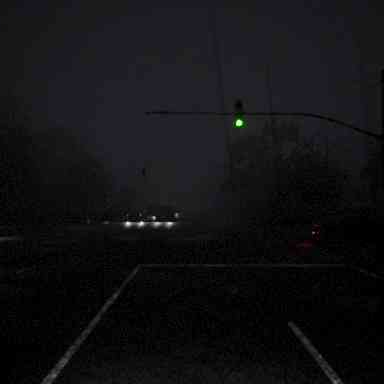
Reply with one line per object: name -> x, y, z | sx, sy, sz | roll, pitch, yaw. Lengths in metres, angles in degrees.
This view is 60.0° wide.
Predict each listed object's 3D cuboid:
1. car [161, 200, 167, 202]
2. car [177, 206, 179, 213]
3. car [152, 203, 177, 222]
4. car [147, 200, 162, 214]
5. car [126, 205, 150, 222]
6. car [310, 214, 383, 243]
car -> -6.953, 3.258, 73.799 | 1.882, 1.535, 5.008 | 0, 0, 0
car -> -3.470, 3.375, 65.865 | 2.033, 1.411, 5.357 | 0, 0, 0
car -> -3.568, 2.773, 44.047 | 2.150, 2.045, 5.566 | 0, -1, 0
car -> -7.037, 3.037, 58.287 | 2.150, 2.045, 5.566 | 0, 1, 0
car -> -7.069, 2.877, 42.879 | 2.097, 1.767, 4.553 | 0, -2, 0
car -> 9.155, 2.019, 18.538 | 4.892, 1.490, 1.837 | 0, -2, 0
